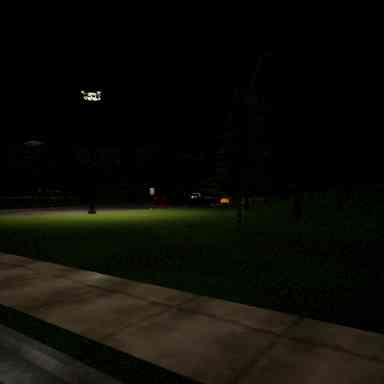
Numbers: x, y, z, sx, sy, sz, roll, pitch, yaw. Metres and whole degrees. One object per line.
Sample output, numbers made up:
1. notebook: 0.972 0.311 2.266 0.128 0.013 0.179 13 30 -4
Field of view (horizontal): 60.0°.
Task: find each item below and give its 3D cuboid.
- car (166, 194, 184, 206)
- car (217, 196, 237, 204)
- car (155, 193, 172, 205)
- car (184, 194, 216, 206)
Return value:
1. car: -1.641 1.505 55.794 1.837 1.490 4.892 0 0 37
2. car: 7.225 1.478 62.062 1.882 1.535 5.008 0 0 36
3. car: -4.150 1.221 58.277 2.150 2.045 5.566 0 0 36
4. car: 1.397 1.478 54.010 1.882 1.535 5.008 0 0 37
